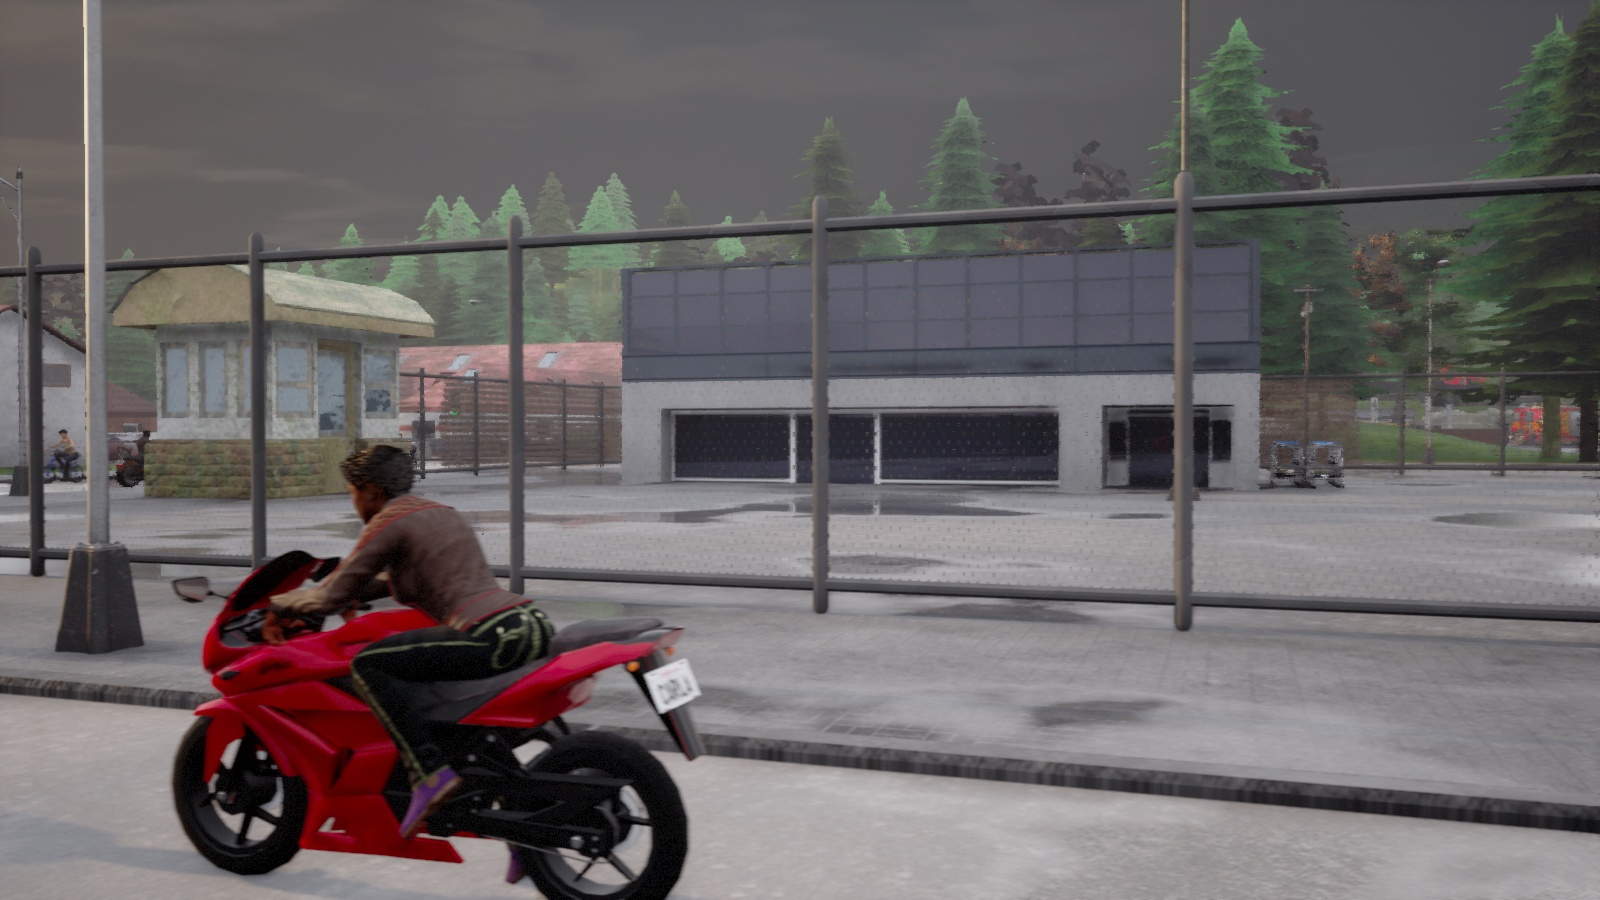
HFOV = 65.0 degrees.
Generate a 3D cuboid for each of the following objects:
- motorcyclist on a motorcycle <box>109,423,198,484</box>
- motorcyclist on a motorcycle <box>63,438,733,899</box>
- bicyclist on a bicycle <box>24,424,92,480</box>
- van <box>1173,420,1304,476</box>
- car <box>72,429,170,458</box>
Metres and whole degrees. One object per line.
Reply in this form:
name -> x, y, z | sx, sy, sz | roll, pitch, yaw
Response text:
motorcyclist on a motorcycle -> -18.154, 0.092, 35.307 | 0.766, 1.649, 2.350 | 1, 1, 19
motorcyclist on a motorcycle -> -1.325, 0.731, 4.178 | 2.044, 1.523, 0.797 | 1, 1, 19
bicyclist on a bicycle -> -21.819, 0.031, 36.961 | 0.866, 1.612, 1.509 | 1, 1, 19
van -> 16.054, -0.098, 46.125 | 4.442, 1.987, 1.775 | 0, 1, 19
car -> -34.118, -0.342, 63.092 | 4.181, 1.385, 1.994 | 1, 1, 18
